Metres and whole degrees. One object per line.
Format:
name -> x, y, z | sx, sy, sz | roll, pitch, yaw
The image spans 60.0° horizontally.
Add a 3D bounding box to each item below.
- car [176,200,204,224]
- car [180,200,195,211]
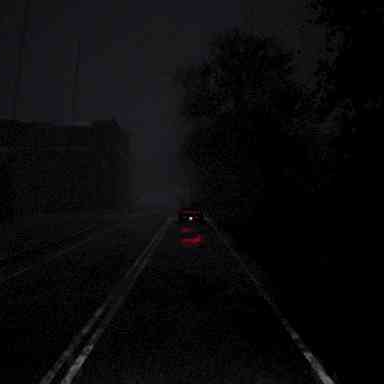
car -> -0.124, 1.591, 25.496 | 1.837, 1.490, 4.892 | 0, 0, -1
car -> -0.616, 1.714, 44.312 | 1.895, 1.301, 4.718 | 0, 0, -2
